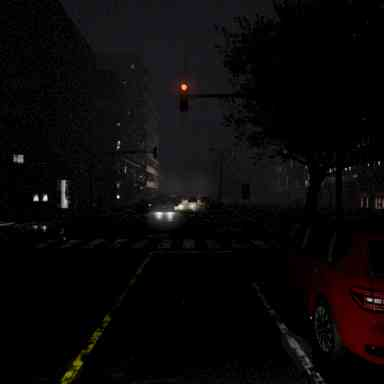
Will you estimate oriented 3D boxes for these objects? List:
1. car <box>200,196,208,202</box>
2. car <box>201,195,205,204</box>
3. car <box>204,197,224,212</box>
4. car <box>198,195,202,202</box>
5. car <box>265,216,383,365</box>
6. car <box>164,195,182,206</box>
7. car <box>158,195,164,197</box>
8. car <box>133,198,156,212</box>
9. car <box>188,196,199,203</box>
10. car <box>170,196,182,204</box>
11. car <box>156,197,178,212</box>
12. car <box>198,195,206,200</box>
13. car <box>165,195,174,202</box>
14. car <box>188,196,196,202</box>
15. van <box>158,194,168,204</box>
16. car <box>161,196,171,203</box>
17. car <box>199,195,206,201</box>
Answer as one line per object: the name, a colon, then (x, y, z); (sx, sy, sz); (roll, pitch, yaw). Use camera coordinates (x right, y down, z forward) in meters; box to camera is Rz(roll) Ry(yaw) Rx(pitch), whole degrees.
car: (2.743, 1.583, 77.095); (1.752, 1.417, 4.829); (0, 0, 0)
car: (2.724, 1.548, 49.432); (1.752, 1.417, 4.829); (0, 0, 0)
car: (2.717, 1.556, 38.196); (1.887, 1.381, 4.507); (0, 0, 0)
car: (2.736, 1.624, 65.859); (1.802, 1.307, 4.206); (0, 0, 0)
car: (2.697, 1.315, 5.808); (2.192, 1.841, 5.009); (0, 0, 0)
car: (-3.061, 1.588, 51.100); (1.994, 1.385, 4.181); (0, 0, 0)
car: (-5.656, 1.573, 49.268); (2.008, 1.369, 4.403); (0, 0, 0)
car: (-5.663, 1.562, 38.202); (2.008, 1.369, 4.403); (0, 0, 0)
car: (0.151, 1.611, 69.376); (1.994, 1.385, 4.181); (0, 0, 0)
car: (-2.989, 1.588, 64.822); (2.033, 1.411, 5.357); (0, 0, 1)
car: (-3.074, 1.577, 39.227); (1.994, 1.385, 4.181); (0, 0, 0)
car: (2.754, 1.637, 93.523); (2.008, 1.369, 4.403); (0, 0, 0)
car: (-5.634, 1.506, 82.464); (1.967, 1.590, 4.097); (0, 0, 0)
car: (0.055, 1.656, 79.278); (1.895, 1.301, 4.718); (0, 0, 0)
van: (-5.645, 1.383, 65.866); (1.690, 1.788, 3.998); (0, 0, 0)
car: (-5.641, 1.631, 71.398); (1.802, 1.307, 4.206); (0, 0, 0)
car: (2.750, 1.620, 87.990); (1.887, 1.381, 4.507); (0, 0, 0)
